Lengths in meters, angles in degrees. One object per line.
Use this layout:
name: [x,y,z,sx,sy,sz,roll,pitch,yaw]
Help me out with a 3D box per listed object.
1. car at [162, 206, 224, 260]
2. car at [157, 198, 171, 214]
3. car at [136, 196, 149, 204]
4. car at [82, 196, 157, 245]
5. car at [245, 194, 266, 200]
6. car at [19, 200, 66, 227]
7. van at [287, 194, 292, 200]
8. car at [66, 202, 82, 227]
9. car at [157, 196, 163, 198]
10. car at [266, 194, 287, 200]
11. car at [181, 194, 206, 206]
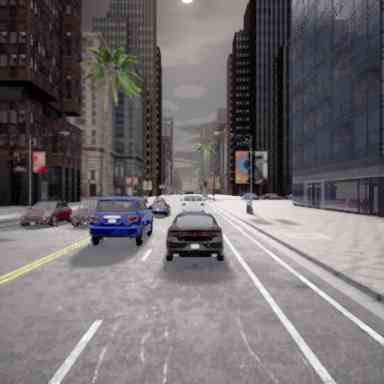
car: [0.096,1.486,12.489,1.882,1.535,5.008,0,0,0]
car: [-3.142,1.589,32.752,1.994,1.385,4.181,0,0,0]
car: [-9.740,1.540,65.624,1.882,1.535,5.008,0,0,0]
car: [-3.146,1.233,15.807,2.150,2.045,5.566,0,0,0]
car: [17.093,1.635,90.169,4.403,1.369,2.008,0,0,0]
car: [-9.844,1.369,22.802,2.097,1.767,4.553,0,0,0]
van: [28.448,1.418,90.170,3.998,1.788,1.690,0,0,0]
car: [-6.594,1.369,22.826,2.097,1.767,4.553,0,0,0]
car: [-6.492,1.585,65.712,1.812,1.442,4.674,0,0,0]
car: [22.770,1.662,90.170,4.206,1.307,1.802,0,0,0]
car: [0.108,1.246,31.264,2.150,2.045,5.566,0,0,0]
